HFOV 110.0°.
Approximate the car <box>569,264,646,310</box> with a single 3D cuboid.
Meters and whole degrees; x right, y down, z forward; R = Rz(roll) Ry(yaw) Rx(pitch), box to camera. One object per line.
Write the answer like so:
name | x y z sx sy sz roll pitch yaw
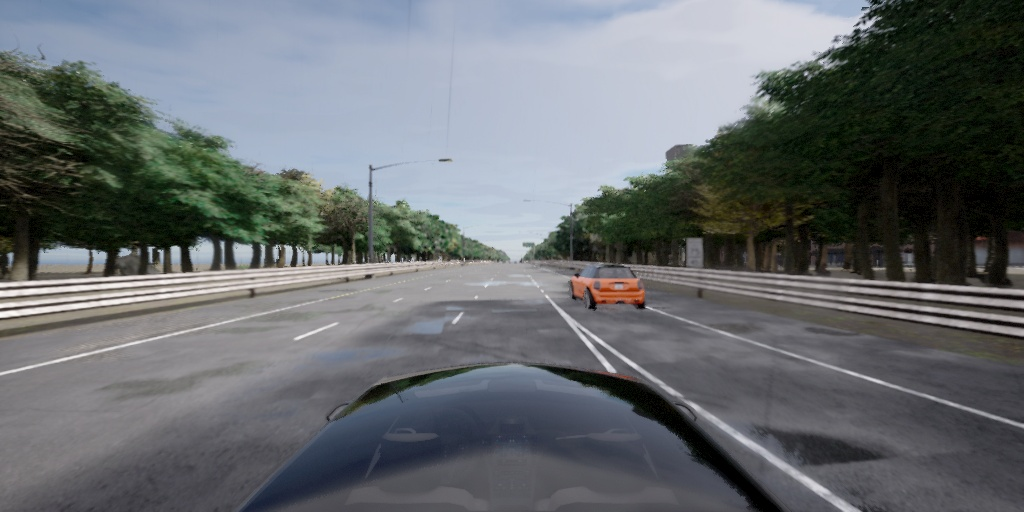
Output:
car | 3.779 1.116 14.984 2.097 1.767 4.553 0 0 -2
